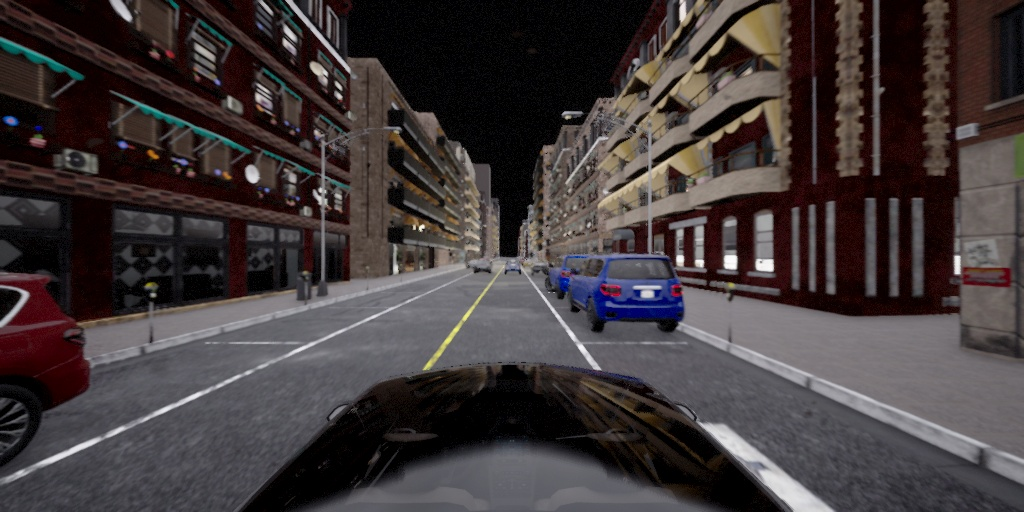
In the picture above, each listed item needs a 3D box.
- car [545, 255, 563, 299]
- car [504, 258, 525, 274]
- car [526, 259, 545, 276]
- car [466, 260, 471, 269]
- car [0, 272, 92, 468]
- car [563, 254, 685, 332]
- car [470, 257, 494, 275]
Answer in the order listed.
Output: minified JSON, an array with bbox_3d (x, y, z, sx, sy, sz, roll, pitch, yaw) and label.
[{"bbox_3d":[3.111,0.942,17.909,2.150,2.045,5.566,0,0,0],"label":"car"},{"bbox_3d":[0.101,1.228,39.700,2.033,1.411,5.357,0,0,0],"label":"car"},{"bbox_3d":[2.699,1.239,35.701,2.007,1.370,4.403,0,0,0],"label":"car"},{"bbox_3d":[-5.677,1.208,52.616,2.007,1.370,4.403,0,0,0],"label":"car"},{"bbox_3d":[-5.691,1.065,1.891,2.192,1.841,5.009,0,0,0],"label":"car"},{"bbox_3d":[3.109,0.962,10.909,2.150,2.045,5.566,0,0,0],"label":"car"},{"bbox_3d":[-3.079,1.187,38.801,1.837,1.490,4.892,0,0,0],"label":"car"}]
